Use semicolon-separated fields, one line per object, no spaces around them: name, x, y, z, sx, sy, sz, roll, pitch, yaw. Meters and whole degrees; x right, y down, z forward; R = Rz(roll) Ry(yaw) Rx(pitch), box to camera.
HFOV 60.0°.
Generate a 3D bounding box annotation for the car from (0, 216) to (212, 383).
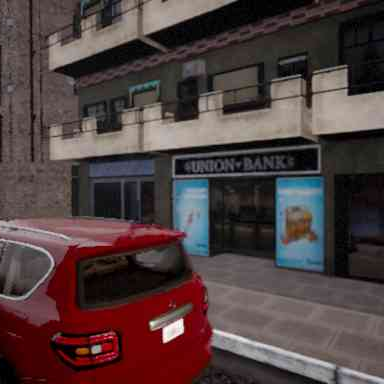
car;-2.108;1.240;4.238;5.009;1.841;2.192;1;0;35
